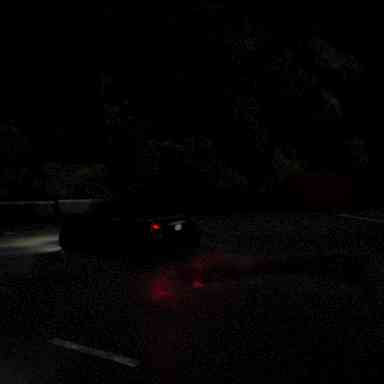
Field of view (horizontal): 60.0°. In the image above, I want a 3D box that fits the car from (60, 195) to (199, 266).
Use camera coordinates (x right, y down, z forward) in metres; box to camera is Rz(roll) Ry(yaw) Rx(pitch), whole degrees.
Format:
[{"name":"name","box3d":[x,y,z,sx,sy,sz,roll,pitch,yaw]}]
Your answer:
[{"name":"car","box3d":[-2.091,0.972,10.262,4.553,1.767,2.097,0,3,36]}]
